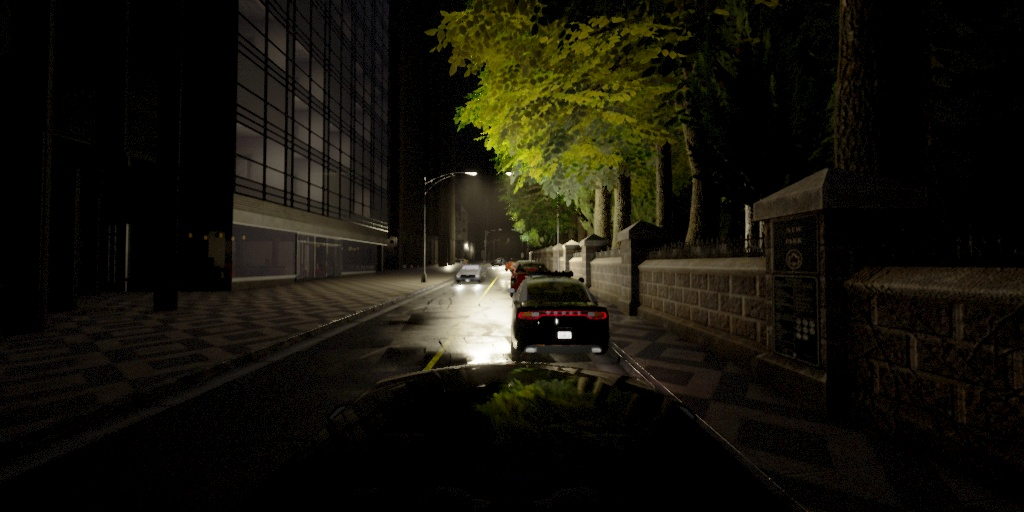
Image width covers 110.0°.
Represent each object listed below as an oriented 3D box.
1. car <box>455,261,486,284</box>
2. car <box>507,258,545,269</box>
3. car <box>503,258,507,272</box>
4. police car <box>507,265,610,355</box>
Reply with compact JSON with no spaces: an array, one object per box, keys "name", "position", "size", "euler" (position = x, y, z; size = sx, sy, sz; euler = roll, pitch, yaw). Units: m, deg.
[{"name":"car","position":[-3.010,1.291,27.057],"size":[2.033,1.411,5.357],"euler":[0,0,0]},{"name":"car","position":[0.958,1.096,18.680],"size":[2.097,1.767,4.553],"euler":[0,0,0]},{"name":"car","position":[0.208,1.103,47.422],"size":[2.097,1.767,4.553],"euler":[0,0,1]},{"name":"police car","position":[0.924,1.173,8.817],"size":[1.930,1.638,5.238],"euler":[0,0,0]}]
